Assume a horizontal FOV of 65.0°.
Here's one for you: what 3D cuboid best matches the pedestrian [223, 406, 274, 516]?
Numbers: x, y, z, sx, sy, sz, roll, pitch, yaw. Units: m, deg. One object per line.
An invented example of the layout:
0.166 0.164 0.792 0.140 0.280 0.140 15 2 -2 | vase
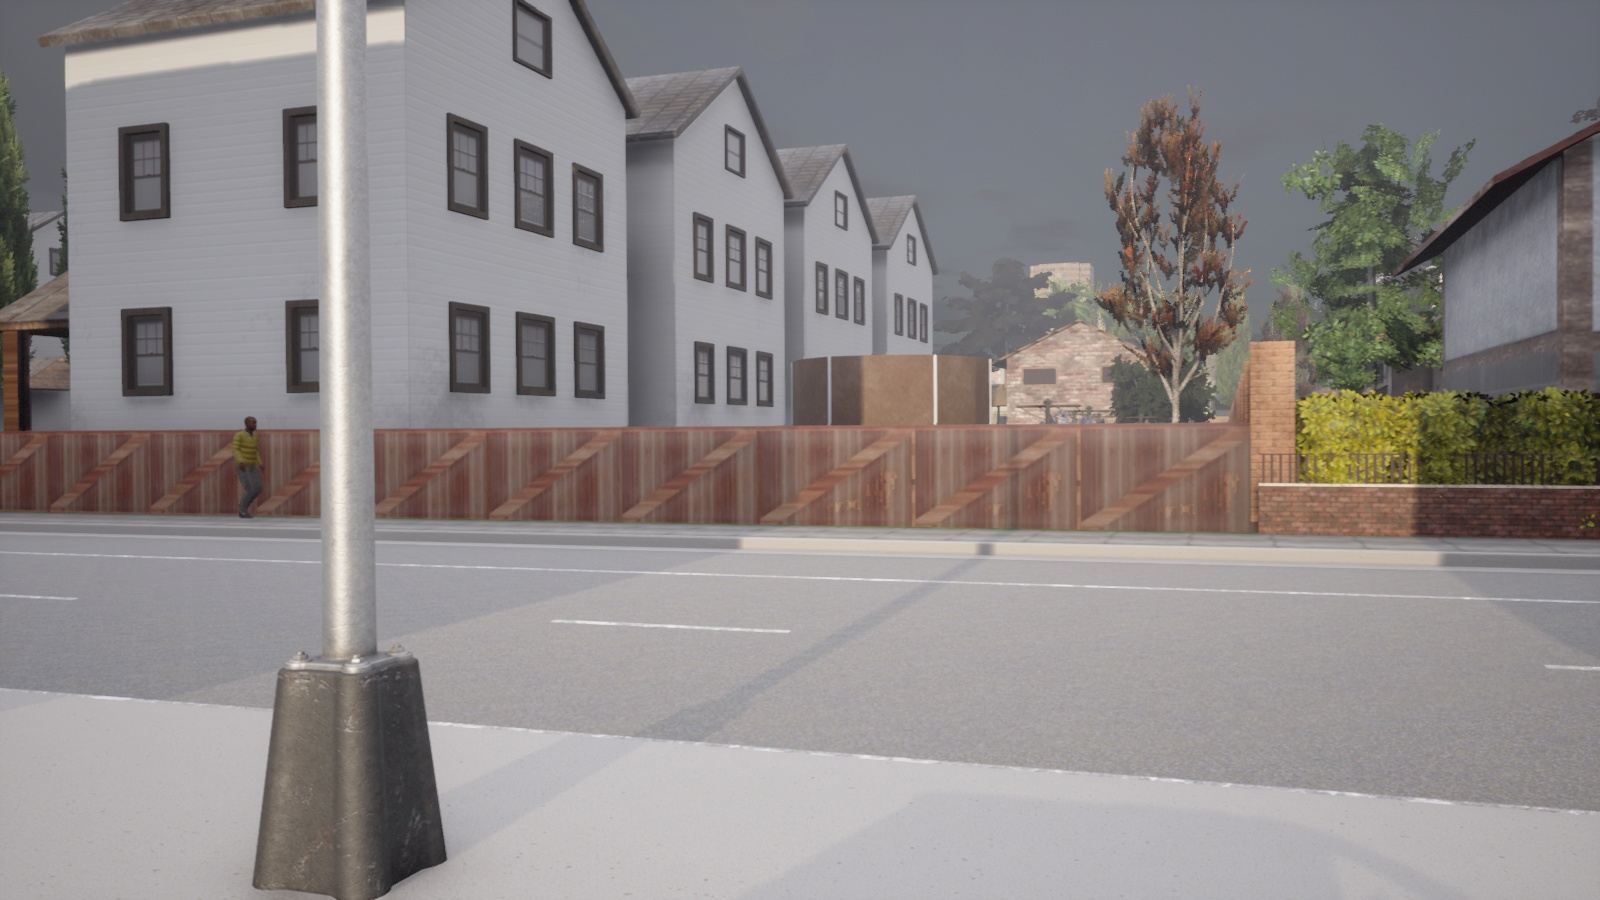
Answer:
-9.398 0.181 21.412 0.726 1.835 0.370 0 1 19 | pedestrian
